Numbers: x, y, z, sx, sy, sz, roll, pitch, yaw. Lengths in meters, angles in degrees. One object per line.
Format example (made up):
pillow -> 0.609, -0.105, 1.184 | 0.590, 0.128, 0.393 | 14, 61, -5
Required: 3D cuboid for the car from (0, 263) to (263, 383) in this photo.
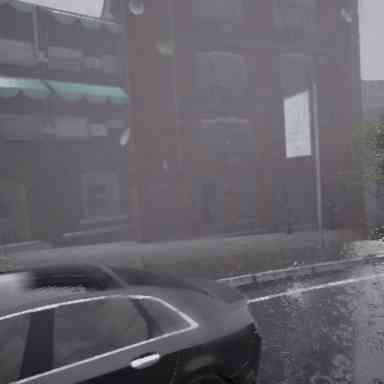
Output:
car -> -1.588, 1.474, 2.668 | 4.892, 1.490, 1.837 | 0, 0, -34
